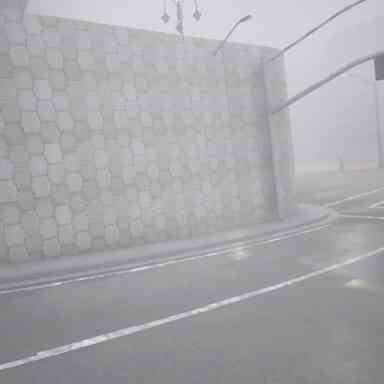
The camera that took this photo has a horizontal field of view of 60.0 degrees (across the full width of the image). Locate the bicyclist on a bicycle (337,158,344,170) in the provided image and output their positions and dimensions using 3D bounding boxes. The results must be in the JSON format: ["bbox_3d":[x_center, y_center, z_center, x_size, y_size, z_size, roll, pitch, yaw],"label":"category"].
[{"bbox_3d":[20.063,-3.814,44.851,1.656,1.620,0.582,-11,6,-35],"label":"bicyclist on a bicycle"}]
